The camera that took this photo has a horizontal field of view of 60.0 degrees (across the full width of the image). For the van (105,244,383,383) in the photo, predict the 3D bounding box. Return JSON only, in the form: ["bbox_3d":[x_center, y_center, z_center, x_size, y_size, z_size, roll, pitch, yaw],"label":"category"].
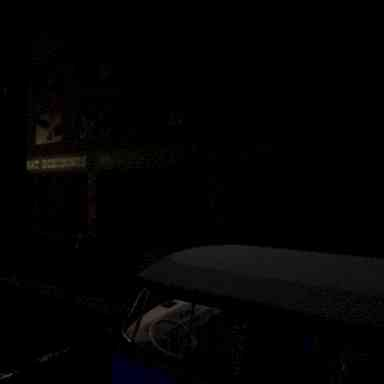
[{"bbox_3d":[1.199,1.341,2.004,3.998,1.788,1.690,0,1,36],"label":"van"}]
